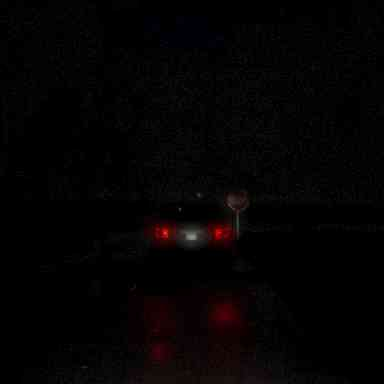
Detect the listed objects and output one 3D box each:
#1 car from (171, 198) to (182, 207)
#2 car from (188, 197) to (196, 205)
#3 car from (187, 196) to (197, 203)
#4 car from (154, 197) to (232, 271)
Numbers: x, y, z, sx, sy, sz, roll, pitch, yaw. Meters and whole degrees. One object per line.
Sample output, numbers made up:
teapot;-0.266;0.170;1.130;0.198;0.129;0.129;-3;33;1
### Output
car;-2.794;1.818;59.931;1.812;1.442;4.674;0;0;1
car;0.003;1.887;70.381;1.812;1.442;4.674;0;0;0
car;0.003;1.846;80.667;2.128;1.511;4.902;0;-1;0
car;0.081;1.252;11.129;2.150;2.045;5.566;0;0;2
